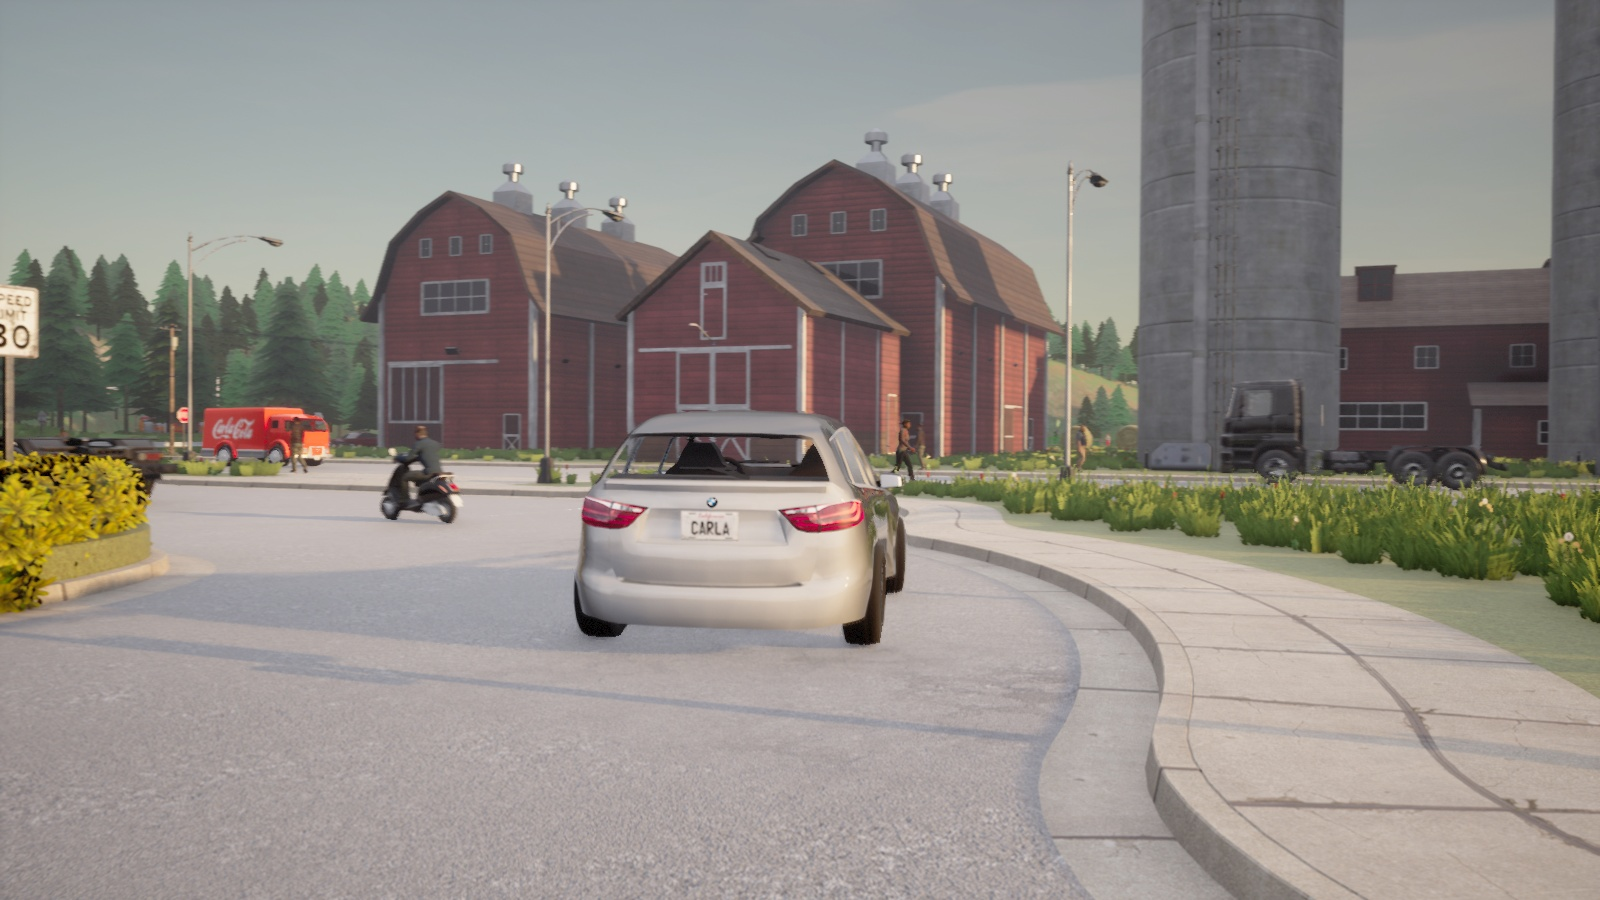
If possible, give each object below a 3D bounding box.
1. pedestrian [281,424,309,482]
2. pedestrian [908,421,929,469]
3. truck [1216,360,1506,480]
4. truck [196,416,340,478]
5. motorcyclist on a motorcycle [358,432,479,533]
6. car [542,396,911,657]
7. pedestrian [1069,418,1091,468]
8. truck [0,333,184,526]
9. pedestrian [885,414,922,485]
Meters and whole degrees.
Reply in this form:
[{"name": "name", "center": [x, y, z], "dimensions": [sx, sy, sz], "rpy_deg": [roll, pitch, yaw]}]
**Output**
[{"name": "pedestrian", "center": [-16.044, 0.096, 39.911], "dimensions": [0.703, 1.840, 0.431], "rpy_deg": [0, 1, 27]}, {"name": "pedestrian", "center": [4.583, -0.208, 48.413], "dimensions": [0.703, 1.840, 0.431], "rpy_deg": [0, 1, 22]}, {"name": "truck", "center": [17.244, -0.867, 39.026], "dimensions": [7.936, 3.462, 2.891], "rpy_deg": [0, 1, 23]}, {"name": "truck", "center": [-22.136, -0.125, 52.310], "dimensions": [5.204, 2.467, 2.627], "rpy_deg": [0, 1, 23]}, {"name": "motorcyclist on a motorcycle", "center": [-6.280, 0.514, 20.646], "dimensions": [1.817, 1.590, 0.866], "rpy_deg": [0, 1, 30]}, {"name": "car", "center": [-0.294, 0.462, 10.461], "dimensions": [2.242, 1.667, 4.611], "rpy_deg": [0, 1, 7]}, {"name": "pedestrian", "center": [10.545, -0.256, 47.331], "dimensions": [0.694, 1.848, 0.540], "rpy_deg": [0, 1, 25]}, {"name": "truck", "center": [-16.567, -0.372, 25.434], "dimensions": [7.936, 3.462, 2.891], "rpy_deg": [0, 1, 24]}, {"name": "pedestrian", "center": [2.668, -0.006, 32.315], "dimensions": [0.869, 1.805, 0.328], "rpy_deg": [0, 1, 23]}]
